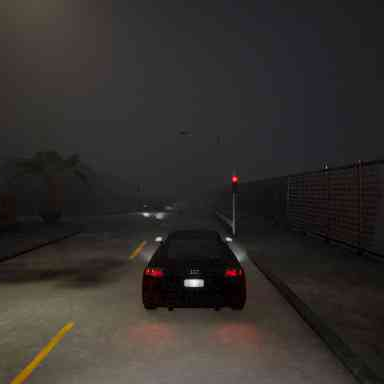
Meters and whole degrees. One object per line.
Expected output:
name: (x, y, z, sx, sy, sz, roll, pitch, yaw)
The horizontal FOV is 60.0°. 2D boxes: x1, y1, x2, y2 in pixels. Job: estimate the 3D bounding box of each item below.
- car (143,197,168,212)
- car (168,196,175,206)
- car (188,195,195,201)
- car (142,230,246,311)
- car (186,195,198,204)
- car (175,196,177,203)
car: (-4.304, 1.505, 38.566, 1.837, 1.490, 4.892, 1, 0, 4)
car: (-4.216, 1.564, 52.841, 1.994, 1.385, 4.181, 0, 0, 0)
car: (-0.205, 1.524, 85.797, 1.812, 1.442, 4.674, 0, 0, 0)
car: (0.045, 1.564, 7.827, 1.994, 1.385, 4.181, 0, 0, 0)
car: (-0.059, 1.525, 61.695, 1.812, 1.442, 4.674, 0, 0, 0)
car: (-4.164, 1.477, 69.146, 1.882, 1.535, 5.008, 0, 0, 0)
